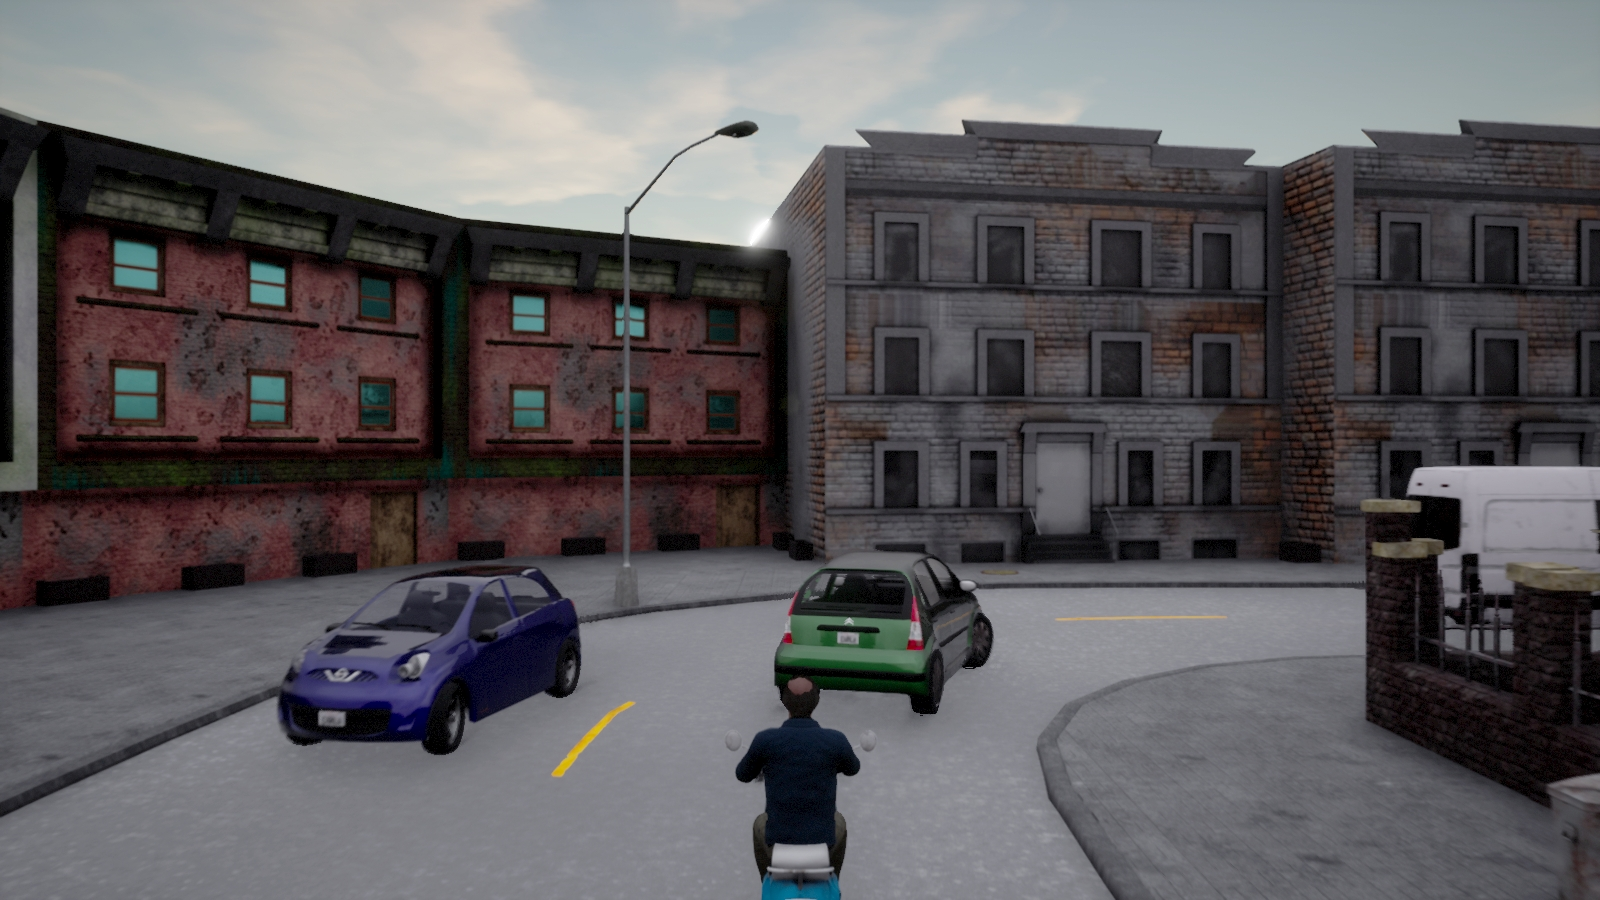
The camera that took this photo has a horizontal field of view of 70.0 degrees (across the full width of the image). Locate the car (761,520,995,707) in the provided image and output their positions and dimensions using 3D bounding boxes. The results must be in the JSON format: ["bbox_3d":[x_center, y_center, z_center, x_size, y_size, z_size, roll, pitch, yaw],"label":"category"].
[{"bbox_3d":[1.097,1.781,13.698,1.851,1.617,3.988,0,0,19],"label":"car"}]

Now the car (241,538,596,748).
[{"bbox_3d":[-3.708,1.819,11.827,1.845,1.501,3.633,0,0,13],"label":"car"}]

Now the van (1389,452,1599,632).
[{"bbox_3d":[12.398,1.315,17.316,5.915,2.561,1.988,0,0,0],"label":"van"}]
